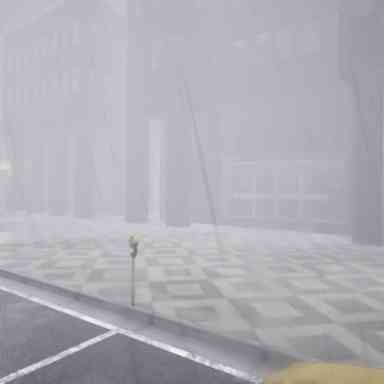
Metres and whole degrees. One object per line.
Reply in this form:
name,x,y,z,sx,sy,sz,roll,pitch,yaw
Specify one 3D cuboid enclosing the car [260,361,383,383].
car,2.345,1.539,1.298,4.829,1.417,1.752,1,1,35
